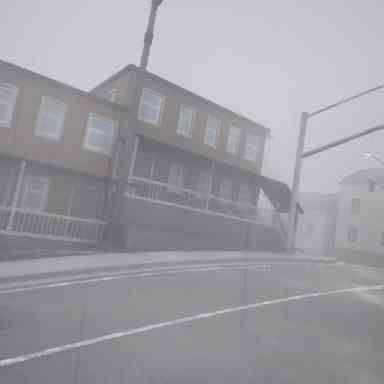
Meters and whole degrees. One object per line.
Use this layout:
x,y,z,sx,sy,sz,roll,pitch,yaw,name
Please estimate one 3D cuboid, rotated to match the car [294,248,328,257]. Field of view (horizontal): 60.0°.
9.700,5.693,29.281,1.812,1.442,4.674,14,-16,-34,car
